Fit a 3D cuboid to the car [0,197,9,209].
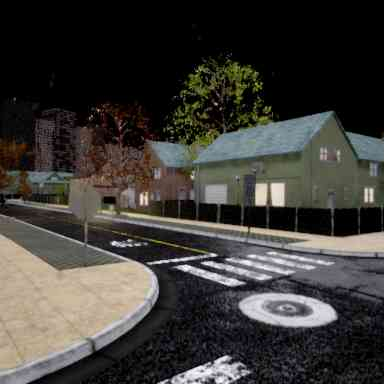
[{"bbox_3d":[-24.880,1.351,42.684,1.837,1.490,4.892,1,0,-38],"label":"car"}]
